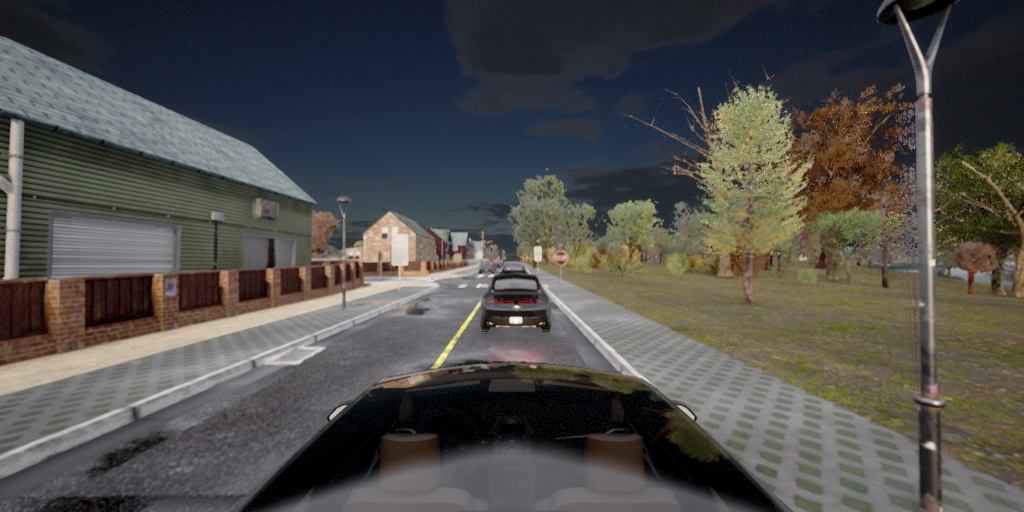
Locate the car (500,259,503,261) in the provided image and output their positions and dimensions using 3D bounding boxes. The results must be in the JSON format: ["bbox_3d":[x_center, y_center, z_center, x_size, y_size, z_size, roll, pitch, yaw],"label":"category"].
[{"bbox_3d":[-2.712,1.513,59.913,1.895,1.301,4.718,0,0,0],"label":"car"}]

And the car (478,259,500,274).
[{"bbox_3d":[-2.810,1.345,41.973,1.837,1.490,4.892,0,0,1],"label":"car"}]

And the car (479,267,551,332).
[{"bbox_3d":[0.102,1.268,10.940,1.837,1.490,4.892,0,0,0],"label":"car"}]

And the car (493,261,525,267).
[{"bbox_3d":[0.116,1.280,23.292,2.128,1.511,4.902,0,0,0],"label":"car"}]
